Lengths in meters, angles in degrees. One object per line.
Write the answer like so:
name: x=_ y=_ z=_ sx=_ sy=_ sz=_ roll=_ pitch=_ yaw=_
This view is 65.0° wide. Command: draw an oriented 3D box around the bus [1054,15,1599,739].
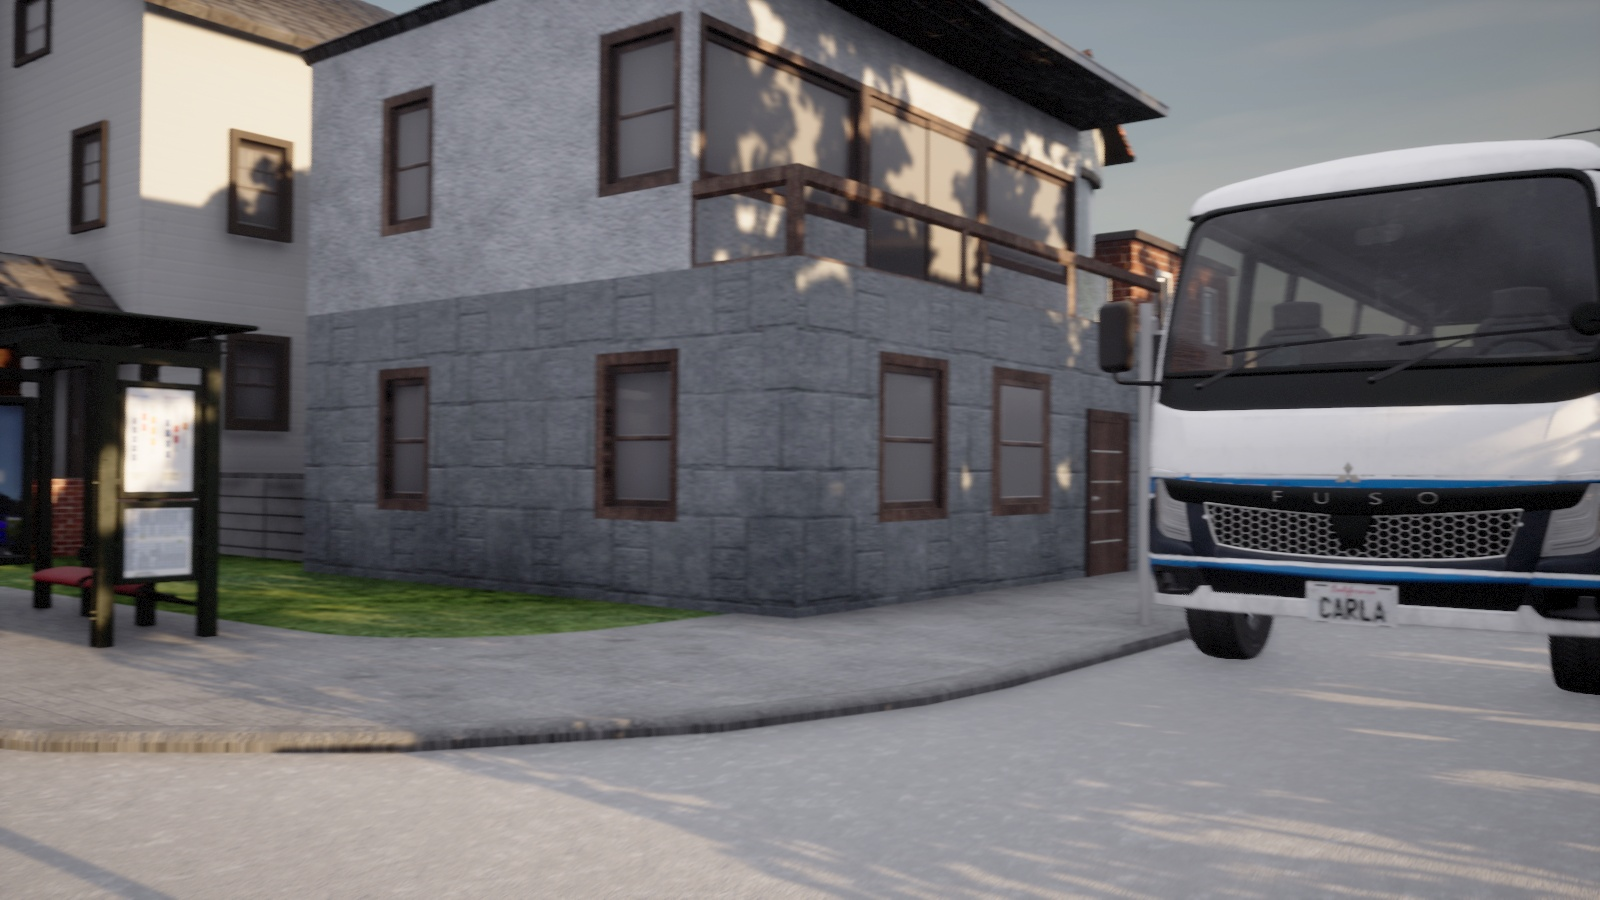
bus: x=6.648 y=-0.348 z=12.359 sx=3.944 sy=4.253 sz=10.273 roll=-1 pitch=-1 yaw=38
